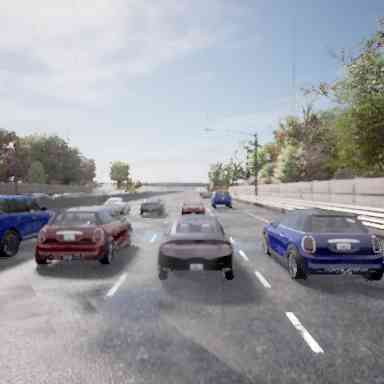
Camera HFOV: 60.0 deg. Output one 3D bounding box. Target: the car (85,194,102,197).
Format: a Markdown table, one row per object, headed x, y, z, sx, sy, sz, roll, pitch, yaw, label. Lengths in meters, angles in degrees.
| x | y | z | sx | sy | sz | roll | pitch | yaw | label |
| --- | --- | --- | --- | --- | --- | --- | --- | --- | --- |
| -17.513 | 1.020 | 61.274 | 1.812 | 1.442 | 4.674 | 0 | 0 | 1 | car |

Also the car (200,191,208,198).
| x | y | z | sx | sy | sz | roll | pitch | yaw | label |
| --- | --- | --- | --- | --- | --- | --- | --- | --- | --- |
| 3.509 | 0.929 | 78.527 | 1.994 | 1.385 | 4.181 | 0 | 0 | 0 | car |

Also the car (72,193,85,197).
| x | y | z | sx | sy | sz | roll | pitch | yaw | label |
| --- | --- | --- | --- | --- | --- | --- | --- | --- | --- |
| -21.004 | 0.990 | 61.981 | 1.837 | 1.490 | 4.892 | 0 | 1 | 0 | car |

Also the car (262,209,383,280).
| x | y | z | sx | sy | sz | roll | pitch | yaw | label |
| --- | --- | --- | --- | --- | --- | --- | --- | --- | --- |
| 3.501 | 1.263 | 9.793 | 2.097 | 1.767 | 4.553 | 0 | 0 | 0 | car |

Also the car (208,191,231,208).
| x | y | z | sx | sy | sz | roll | pitch | yaw | label |
| --- | --- | --- | --- | --- | --- | --- | --- | --- | --- |
| 3.504 | 0.872 | 40.535 | 2.150 | 2.045 | 5.566 | 0 | 0 | 0 | car |

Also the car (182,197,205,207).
| x | y | z | sx | sy | sz | roll | pitch | yaw | label |
| --- | --- | --- | --- | --- | --- | --- | --- | --- | --- |
| 0.106 | 1.363 | 27.969 | 1.895 | 1.301 | 4.718 | 0 | 0 | 0 | car |

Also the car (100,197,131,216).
| x | y | z | sx | sy | sz | roll | pitch | yaw | label |
| --- | --- | --- | --- | --- | --- | --- | --- | --- | --- |
| -6.898 | 1.268 | 30.468 | 1.812 | 1.442 | 4.674 | 0 | 0 | 0 | car |

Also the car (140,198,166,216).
| x | y | z | sx | sy | sz | roll | pitch | yaw | label |
| --- | --- | --- | --- | --- | --- | --- | --- | --- | --- |
| -3.395 | 1.243 | 29.310 | 2.128 | 1.511 | 4.902 | 0 | 0 | 0 | car |

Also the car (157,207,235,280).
| x | y | z | sx | sy | sz | roll | pitch | yaw | label |
| --- | --- | --- | --- | --- | --- | --- | --- | --- | --- |
| 0.104 | 1.408 | 9.680 | 2.128 | 1.511 | 4.902 | 0 | 0 | 0 | car |

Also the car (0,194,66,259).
| x | y | z | sx | sy | sz | roll | pitch | yaw | label |
| --- | --- | --- | --- | --- | --- | --- | --- | --- | --- |
| -6.899 | 1.116 | 12.296 | 2.150 | 2.045 | 5.566 | 0 | 0 | 0 | car |

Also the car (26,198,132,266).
| x | y | z | sx | sy | sz | roll | pitch | yaw | label |
| --- | --- | --- | --- | --- | --- | --- | --- | --- | --- |
| -3.399 | 1.254 | 11.343 | 2.097 | 1.767 | 4.553 | 0 | 0 | 0 | car |

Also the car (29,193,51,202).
| x | y | z | sx | sy | sz | roll | pitch | yaw | label |
| --- | --- | --- | --- | --- | --- | --- | --- | --- | --- |
| -27.994 | 1.019 | 61.322 | 1.812 | 1.442 | 4.674 | 0 | 1 | 0 | car |
